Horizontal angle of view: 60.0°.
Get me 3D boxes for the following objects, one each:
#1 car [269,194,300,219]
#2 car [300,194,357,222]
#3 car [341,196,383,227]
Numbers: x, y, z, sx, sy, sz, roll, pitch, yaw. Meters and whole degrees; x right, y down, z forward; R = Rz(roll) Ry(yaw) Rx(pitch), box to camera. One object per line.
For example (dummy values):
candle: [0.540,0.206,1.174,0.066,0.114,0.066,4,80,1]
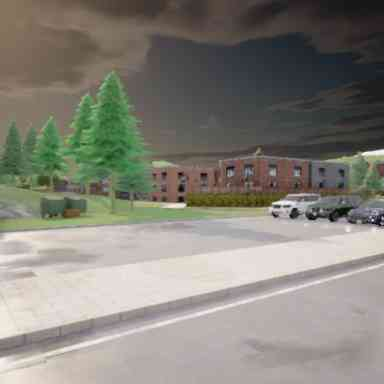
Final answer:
car: [9.168,1.168,28.837,5.566,2.045,2.150,0,0,-35]
car: [11.283,1.279,26.046,5.566,2.045,2.150,0,0,-36]
car: [12.595,1.314,22.693,4.553,1.767,2.097,0,0,-35]
